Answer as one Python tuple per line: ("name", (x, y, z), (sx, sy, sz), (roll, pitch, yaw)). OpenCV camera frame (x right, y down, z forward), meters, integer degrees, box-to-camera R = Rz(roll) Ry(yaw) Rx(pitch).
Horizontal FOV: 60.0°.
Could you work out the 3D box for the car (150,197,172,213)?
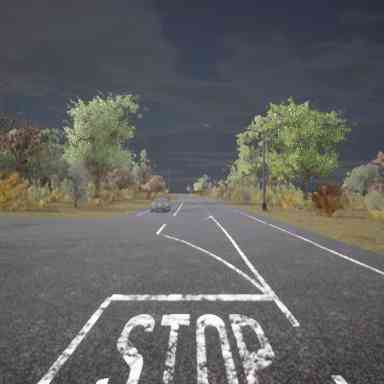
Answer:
("car", (-3.465, 1.361, 37.533), (2.097, 1.767, 4.553), (0, 0, 0))
